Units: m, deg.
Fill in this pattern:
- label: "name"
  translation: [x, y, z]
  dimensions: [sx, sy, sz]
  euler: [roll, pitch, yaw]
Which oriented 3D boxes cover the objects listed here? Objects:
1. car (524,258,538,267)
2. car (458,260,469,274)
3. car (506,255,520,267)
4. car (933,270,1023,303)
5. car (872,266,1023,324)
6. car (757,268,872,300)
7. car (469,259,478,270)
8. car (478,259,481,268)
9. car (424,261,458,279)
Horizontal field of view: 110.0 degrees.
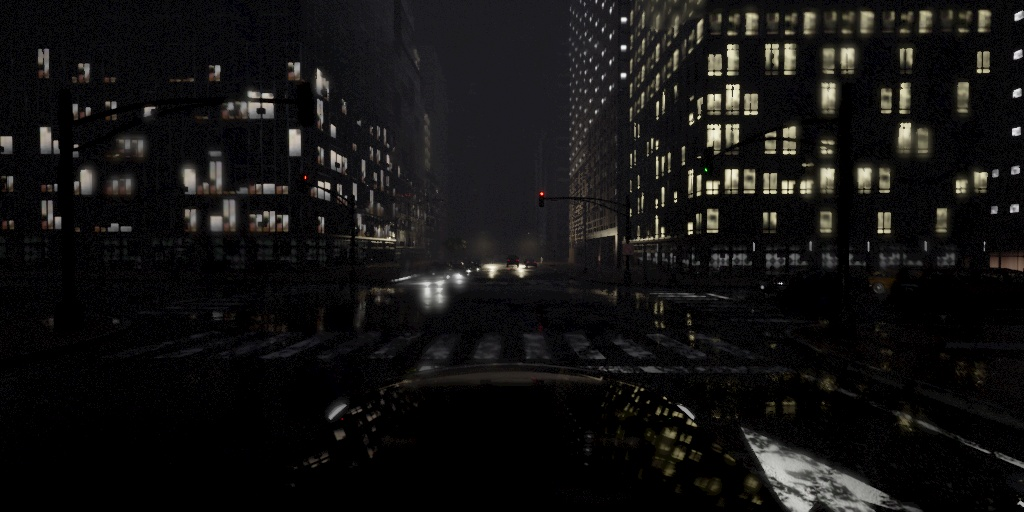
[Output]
- label: "car"
  translation: [3.395, 1.228, 63.253]
  dimensions: [1.812, 1.442, 4.674]
  euler: [0, 0, 0]
- label: "car"
  translation: [-6.510, 1.326, 41.626]
  dimensions: [1.895, 1.301, 4.718]
  euler: [0, 0, 0]
- label: "car"
  translation: [0.144, 0.925, 62.873]
  dimensions: [2.150, 2.045, 5.566]
  euler: [0, 0, 0]
- label: "car"
  translation: [25.103, 1.500, 18.046]
  dimensions: [5.357, 1.411, 2.033]
  euler: [0, 1, 1]
- label: "car"
  translation: [16.215, 1.281, 12.439]
  dimensions: [5.009, 1.841, 2.192]
  euler: [0, 0, 1]
- label: "car"
  translation: [15.279, 1.357, 18.270]
  dimensions: [4.902, 1.511, 2.128]
  euler: [1, 1, 2]
- label: "car"
  translation: [-6.479, 1.263, 51.397]
  dimensions: [2.033, 1.411, 5.357]
  euler: [0, 0, 0]
- label: "car"
  translation: [-6.419, 1.182, 61.737]
  dimensions: [1.882, 1.535, 5.008]
  euler: [0, 0, 1]
- label: "car"
  translation: [-6.533, 1.225, 32.344]
  dimensions: [2.128, 1.511, 4.902]
  euler: [0, 0, 0]
